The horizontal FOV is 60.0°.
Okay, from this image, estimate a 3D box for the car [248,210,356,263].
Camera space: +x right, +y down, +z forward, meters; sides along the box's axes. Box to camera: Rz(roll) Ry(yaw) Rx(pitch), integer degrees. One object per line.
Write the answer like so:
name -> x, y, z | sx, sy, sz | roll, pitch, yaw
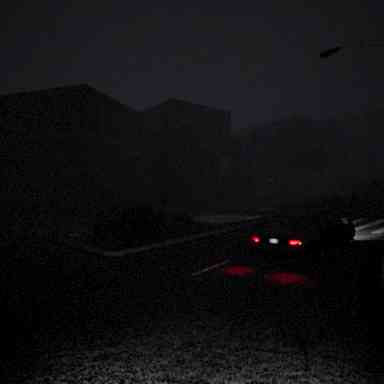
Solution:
car -> 3.899, 1.311, 11.237 | 2.033, 1.411, 5.357 | -2, 1, 40
